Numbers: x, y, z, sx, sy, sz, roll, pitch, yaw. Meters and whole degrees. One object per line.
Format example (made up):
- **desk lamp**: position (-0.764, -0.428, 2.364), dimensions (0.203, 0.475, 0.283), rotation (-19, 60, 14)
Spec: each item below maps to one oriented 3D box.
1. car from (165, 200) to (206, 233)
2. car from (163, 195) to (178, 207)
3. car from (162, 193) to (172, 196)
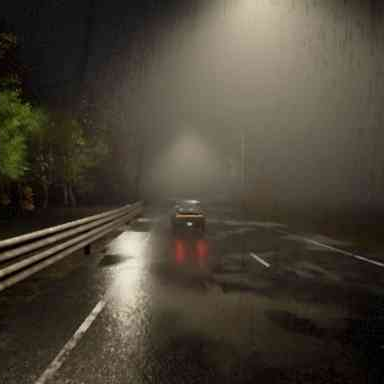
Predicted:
- **car**: position (-0.343, 1.478, 19.808), dimensions (2.128, 1.511, 4.902), rotation (0, 0, -5)
- **car**: position (-2.922, 1.525, 47.597), dimensions (1.994, 1.385, 4.181), rotation (0, 0, -5)
- **car**: position (-4.913, 1.445, 69.007), dimensions (2.128, 1.511, 4.902), rotation (0, 0, -5)
